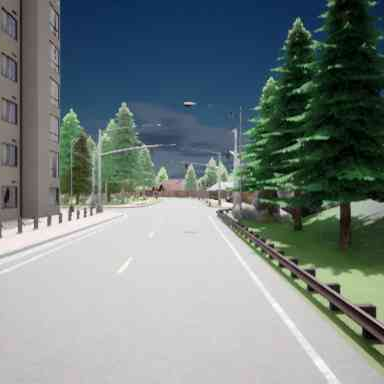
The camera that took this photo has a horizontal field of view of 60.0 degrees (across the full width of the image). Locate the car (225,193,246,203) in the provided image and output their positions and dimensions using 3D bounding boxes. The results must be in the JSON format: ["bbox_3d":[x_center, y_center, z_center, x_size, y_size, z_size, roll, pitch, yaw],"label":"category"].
[{"bbox_3d":[8.432,1.112,64.914,3.866,1.878,1.905,0,0,-1],"label":"car"}]

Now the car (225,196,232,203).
[{"bbox_3d":[8.846,1.110,62.404,4.605,1.855,1.932,0,0,-1],"label":"car"}]
